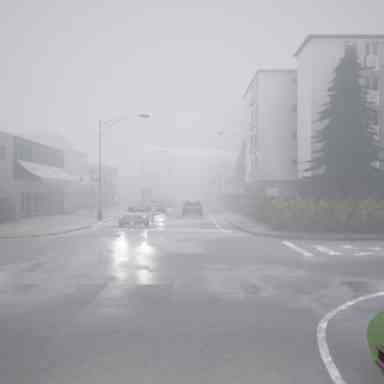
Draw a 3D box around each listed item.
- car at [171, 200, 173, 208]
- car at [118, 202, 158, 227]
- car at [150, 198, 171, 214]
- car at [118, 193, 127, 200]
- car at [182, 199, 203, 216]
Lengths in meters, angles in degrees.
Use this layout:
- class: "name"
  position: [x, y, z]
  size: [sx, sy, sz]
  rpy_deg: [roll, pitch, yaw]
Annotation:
- class: "car"
  position: [-3.681, 1.519, 46.884]
  size: [2.033, 1.411, 5.357]
  rpy_deg: [0, 0, 0]
- class: "car"
  position: [-3.644, 1.587, 22.483]
  size: [1.895, 1.301, 4.718]
  rpy_deg: [0, 0, 0]
- class: "car"
  position: [-3.666, 1.471, 34.774]
  size: [2.128, 1.511, 4.902]
  rpy_deg: [0, 0, 0]
- class: "car"
  position: [-19.110, 1.433, 91.748]
  size: [2.007, 1.523, 4.514]
  rpy_deg: [0, 0, 0]
- class: "car"
  position: [0.034, 1.471, 32.709]
  size: [2.128, 1.511, 4.902]
  rpy_deg: [0, 0, 0]
